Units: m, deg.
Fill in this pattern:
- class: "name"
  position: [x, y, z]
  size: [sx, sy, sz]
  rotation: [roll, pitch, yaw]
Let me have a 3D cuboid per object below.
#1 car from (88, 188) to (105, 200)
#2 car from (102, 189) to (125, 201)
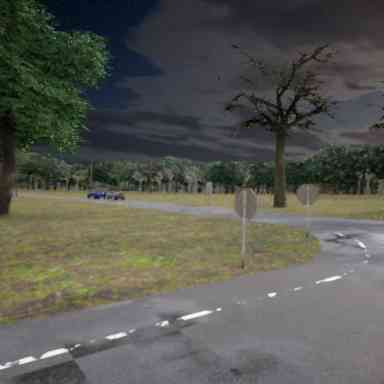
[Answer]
- class: "car"
  position: [-17.219, 0.352, 60.844]
  size: [2.150, 2.045, 5.566]
  rotation: [2, -1, -36]
- class: "car"
  position: [-12.514, 0.668, 54.367]
  size: [1.837, 1.490, 4.892]
  rotation: [2, -1, -35]
